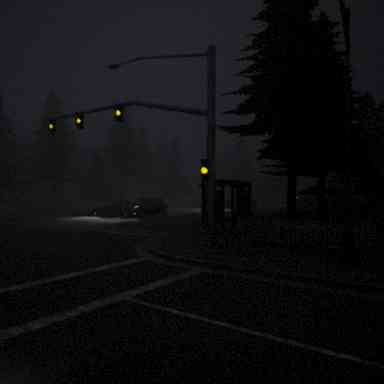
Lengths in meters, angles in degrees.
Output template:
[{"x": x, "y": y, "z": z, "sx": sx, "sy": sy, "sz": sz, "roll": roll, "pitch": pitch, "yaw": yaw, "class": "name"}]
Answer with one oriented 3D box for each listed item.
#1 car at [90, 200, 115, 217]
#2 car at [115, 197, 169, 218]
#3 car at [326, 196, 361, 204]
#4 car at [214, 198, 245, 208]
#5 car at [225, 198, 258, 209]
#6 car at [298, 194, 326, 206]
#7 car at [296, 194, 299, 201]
[{"x": -6.981, "y": 1.483, "z": 31.341, "sx": 2.033, "sy": 1.411, "sz": 5.357, "roll": 0, "pitch": 0, "yaw": 35, "class": "car"}, {"x": -4.129, "y": 1.289, "z": 29.260, "sx": 2.097, "sy": 1.767, "sz": 4.553, "roll": 0, "pitch": 0, "yaw": 36, "class": "car"}, {"x": 21.048, "y": 1.292, "z": 45.556, "sx": 4.553, "sy": 1.767, "sz": 2.097, "roll": 0, "pitch": 0, "yaw": -30, "class": "car"}, {"x": 5.347, "y": 1.536, "z": 47.090, "sx": 4.718, "sy": 1.301, "sz": 1.895, "roll": 0, "pitch": 0, "yaw": -44, "class": "car"}, {"x": 6.704, "y": 1.428, "z": 43.396, "sx": 2.128, "sy": 1.511, "sz": 4.902, "roll": 0, "pitch": 0, "yaw": 44, "class": "car"}, {"x": 20.108, "y": 1.269, "z": 53.246, "sx": 4.902, "sy": 1.511, "sz": 2.128, "roll": 0, "pitch": 0, "yaw": -24, "class": "car"}, {"x": 18.692, "y": 1.010, "z": 56.447, "sx": 4.553, "sy": 1.767, "sz": 2.097, "roll": 0, "pitch": 0, "yaw": -24, "class": "car"}]
